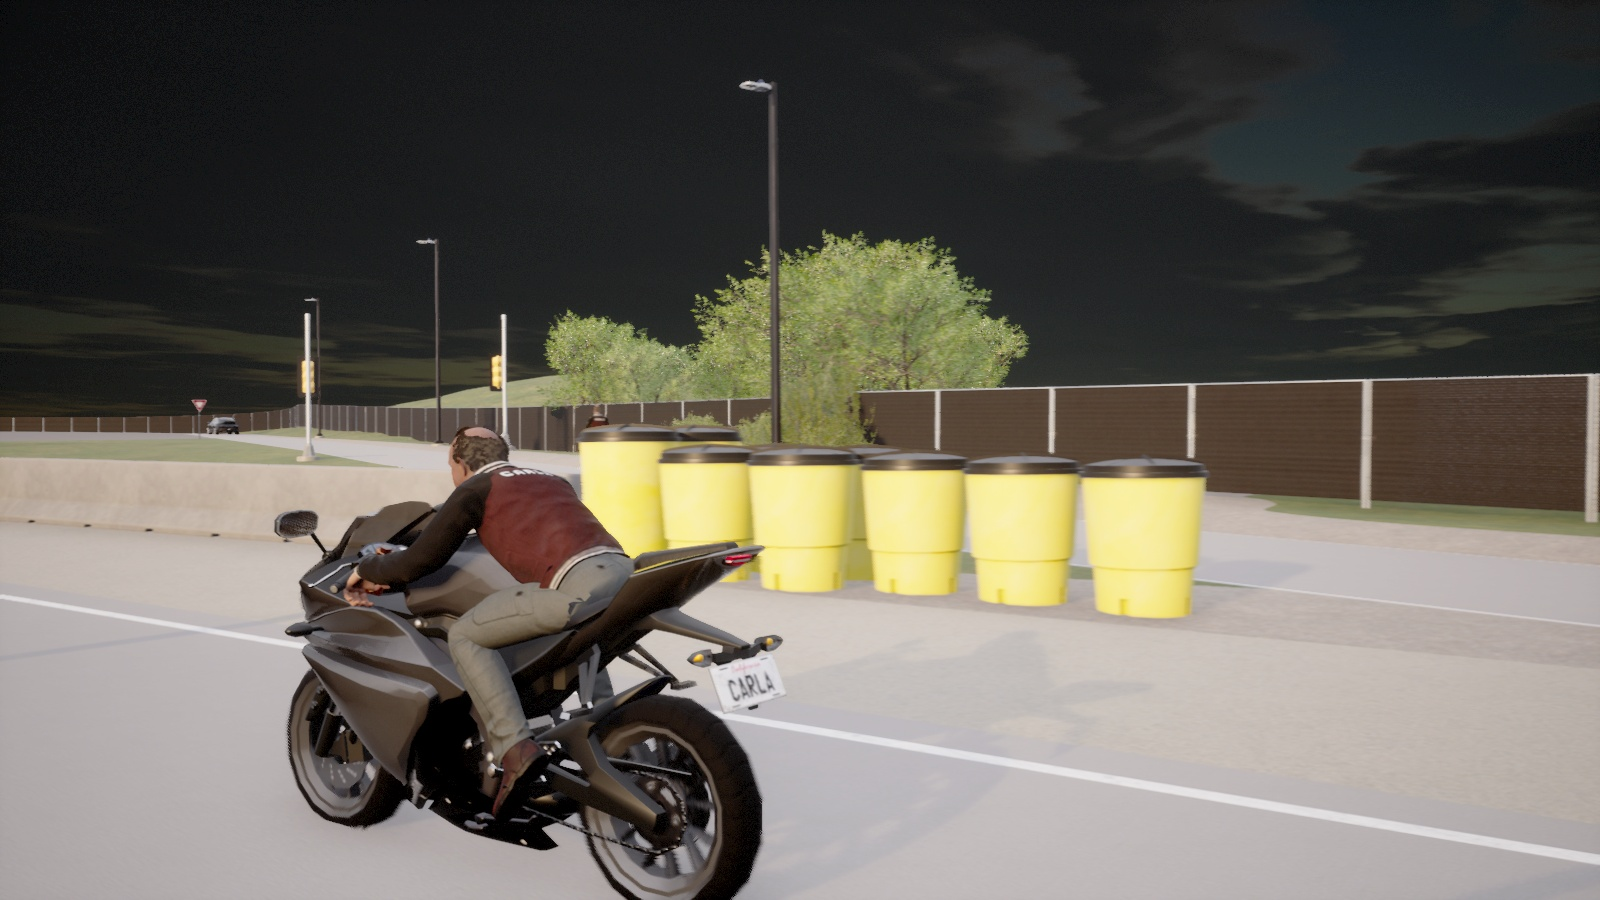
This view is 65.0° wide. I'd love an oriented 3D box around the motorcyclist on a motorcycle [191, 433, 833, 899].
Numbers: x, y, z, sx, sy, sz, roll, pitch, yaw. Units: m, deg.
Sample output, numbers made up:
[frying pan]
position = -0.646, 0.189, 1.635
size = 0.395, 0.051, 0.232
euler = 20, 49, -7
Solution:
[motorcyclist on a motorcycle]
position = -1.051, 0.718, 4.323
size = 2.191, 1.530, 0.866
euler = 0, 1, 34
